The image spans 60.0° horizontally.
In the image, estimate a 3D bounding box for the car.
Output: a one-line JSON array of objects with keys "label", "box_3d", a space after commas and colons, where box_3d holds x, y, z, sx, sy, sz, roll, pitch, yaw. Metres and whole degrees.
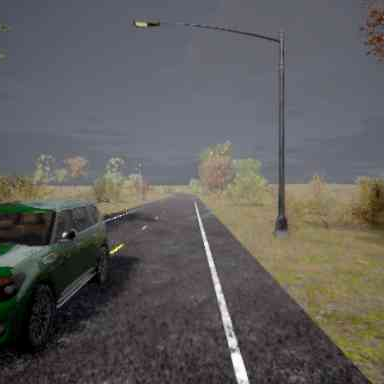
[{"label": "car", "box_3d": [-3.198, 1.196, 6.470, 2.150, 2.045, 5.566, 0, 0, 0]}]
